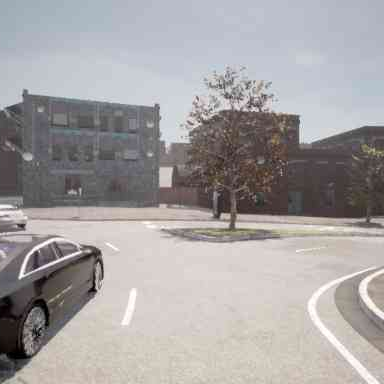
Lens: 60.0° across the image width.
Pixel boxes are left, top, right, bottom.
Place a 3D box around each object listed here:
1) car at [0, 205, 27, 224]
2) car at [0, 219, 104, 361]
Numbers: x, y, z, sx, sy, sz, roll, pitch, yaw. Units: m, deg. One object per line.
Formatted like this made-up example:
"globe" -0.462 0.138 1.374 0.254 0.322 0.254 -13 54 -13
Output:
"car" -11.972 1.518 20.343 4.674 1.442 1.812 0 0 33
"car" -3.015 1.491 5.926 2.128 1.511 4.902 0 0 1
